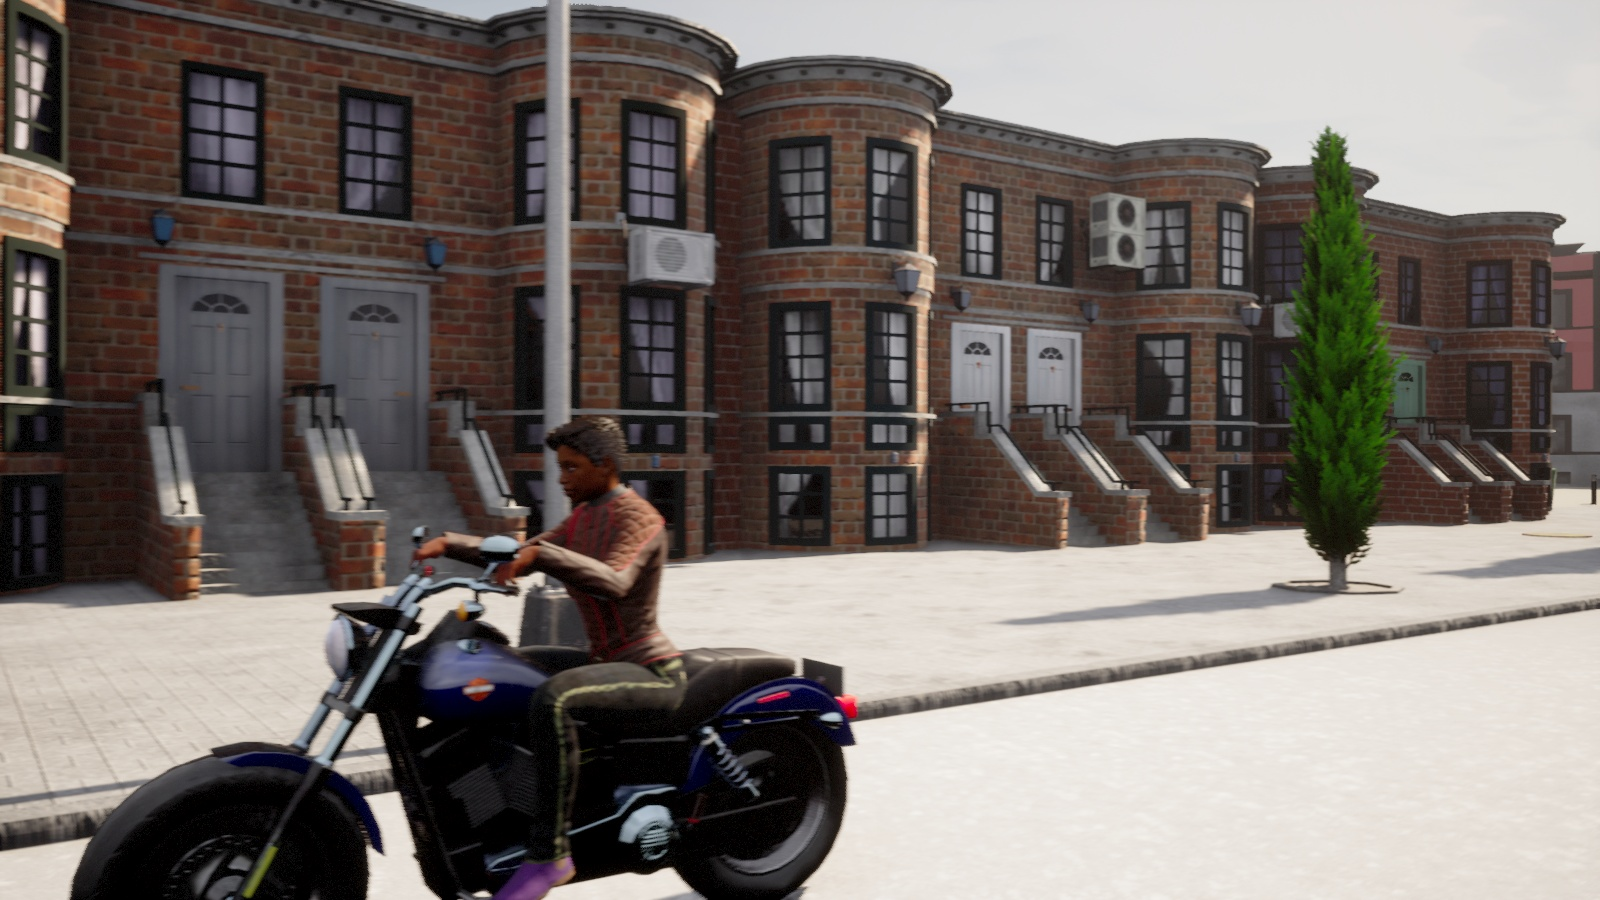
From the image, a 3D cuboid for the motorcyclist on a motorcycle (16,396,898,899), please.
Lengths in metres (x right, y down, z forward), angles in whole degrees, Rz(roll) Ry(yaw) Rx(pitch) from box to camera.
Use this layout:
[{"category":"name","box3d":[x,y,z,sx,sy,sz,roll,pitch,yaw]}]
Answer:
[{"category":"motorcyclist on a motorcycle","box3d":[-0.874,0.706,3.660,2.350,1.649,0.766,0,0,-35]}]
